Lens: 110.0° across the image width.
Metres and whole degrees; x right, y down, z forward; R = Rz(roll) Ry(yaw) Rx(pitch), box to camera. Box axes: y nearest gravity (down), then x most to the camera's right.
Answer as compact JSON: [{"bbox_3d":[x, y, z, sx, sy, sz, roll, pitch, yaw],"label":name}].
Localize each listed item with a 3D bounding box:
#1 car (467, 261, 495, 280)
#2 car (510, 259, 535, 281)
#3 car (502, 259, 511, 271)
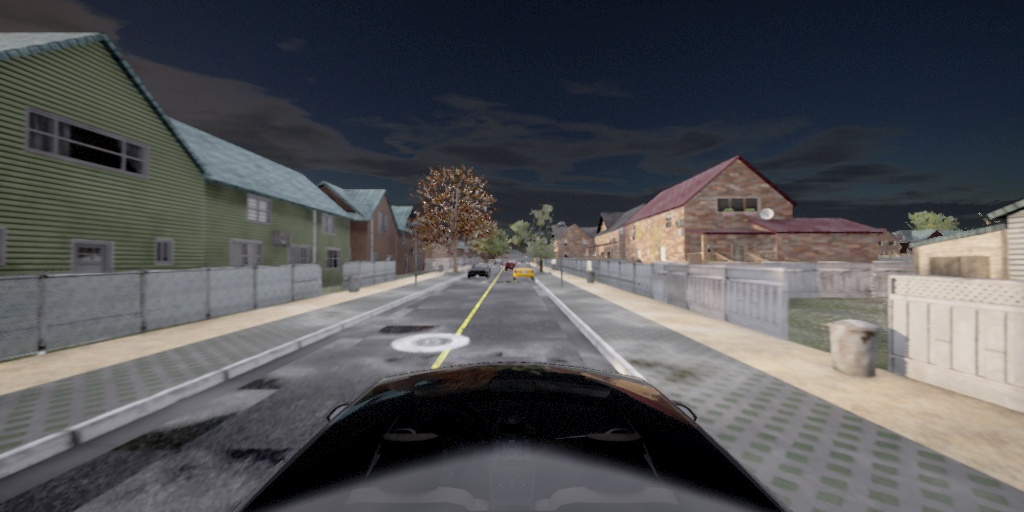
[{"bbox_3d":[-2.859,1.361,31.942,1.895,1.301,4.718,0,0,0],"label":"car"},{"bbox_3d":[0.949,1.215,30.662,1.801,1.575,5.366,0,0,0],"label":"car"},{"bbox_3d":[-0.011,1.252,50.213,1.882,1.535,5.008,0,0,0],"label":"car"}]
